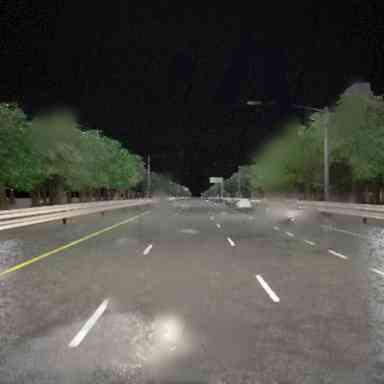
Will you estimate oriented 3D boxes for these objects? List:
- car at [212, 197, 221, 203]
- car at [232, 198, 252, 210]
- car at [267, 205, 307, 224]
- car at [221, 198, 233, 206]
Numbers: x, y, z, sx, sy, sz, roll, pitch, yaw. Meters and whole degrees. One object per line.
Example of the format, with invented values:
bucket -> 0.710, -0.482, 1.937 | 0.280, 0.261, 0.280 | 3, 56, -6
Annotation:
car -> 7.522, 2.342, 93.399 | 1.837, 1.490, 4.892 | 0, -1, 1
car -> 7.140, 1.743, 46.189 | 1.812, 1.442, 4.674 | 0, -1, 0
car -> 7.047, 1.654, 25.271 | 1.895, 1.301, 4.718 | 0, 0, 0
car -> 7.249, 1.921, 63.267 | 2.128, 1.511, 4.902 | 0, -1, 0
